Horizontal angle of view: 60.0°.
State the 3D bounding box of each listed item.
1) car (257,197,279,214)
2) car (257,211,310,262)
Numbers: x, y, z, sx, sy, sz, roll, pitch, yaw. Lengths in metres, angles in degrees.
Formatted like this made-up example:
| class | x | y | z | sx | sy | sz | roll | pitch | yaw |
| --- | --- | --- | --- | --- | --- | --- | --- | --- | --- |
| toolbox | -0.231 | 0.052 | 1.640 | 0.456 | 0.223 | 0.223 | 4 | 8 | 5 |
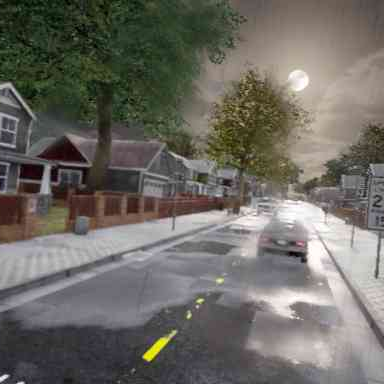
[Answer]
| class | x | y | z | sx | sy | sz | roll | pitch | yaw |
| --- | --- | --- | --- | --- | --- | --- | --- | --- | --- |
| car | 9.266 | 1.732 | 40.284 | 2.150 | 2.045 | 5.566 | 5 | 1 | 17 |
| car | 3.791 | 1.803 | 13.630 | 2.033 | 1.411 | 5.357 | 5 | 0 | 17 |
